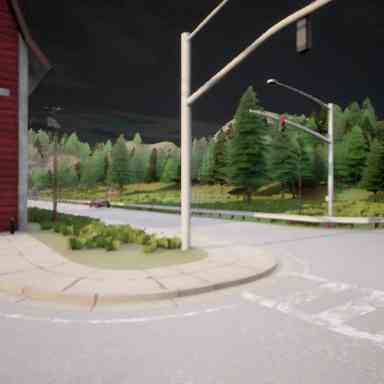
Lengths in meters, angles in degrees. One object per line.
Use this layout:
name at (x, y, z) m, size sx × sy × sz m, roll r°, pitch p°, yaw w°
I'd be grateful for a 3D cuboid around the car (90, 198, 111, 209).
car at (-12.938, 1.578, 46.890) m, size 1.812 × 1.442 × 4.674 m, roll 0°, pitch 0°, yaw -34°
